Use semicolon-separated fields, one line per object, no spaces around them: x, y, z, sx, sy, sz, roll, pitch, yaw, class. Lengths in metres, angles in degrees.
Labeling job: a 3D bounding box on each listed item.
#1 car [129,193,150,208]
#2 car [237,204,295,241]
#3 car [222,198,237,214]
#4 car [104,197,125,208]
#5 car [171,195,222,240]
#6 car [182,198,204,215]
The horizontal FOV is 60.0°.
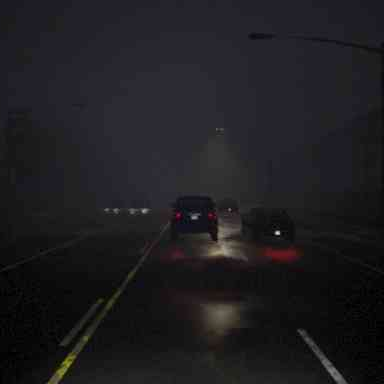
-7.072;1.114;45.634;2.150;2.045;5.566;0;0;0;car
3.604;1.465;16.408;1.837;1.490;4.892;0;0;0;car
3.608;1.423;34.268;1.837;1.490;4.892;0;0;0;car
-10.573;1.440;45.696;2.033;1.411;5.357;0;0;0;car
0.104;1.181;16.976;2.150;2.045;5.566;0;0;0;car
0.110;1.410;34.211;2.128;1.511;4.902;0;0;0;car
